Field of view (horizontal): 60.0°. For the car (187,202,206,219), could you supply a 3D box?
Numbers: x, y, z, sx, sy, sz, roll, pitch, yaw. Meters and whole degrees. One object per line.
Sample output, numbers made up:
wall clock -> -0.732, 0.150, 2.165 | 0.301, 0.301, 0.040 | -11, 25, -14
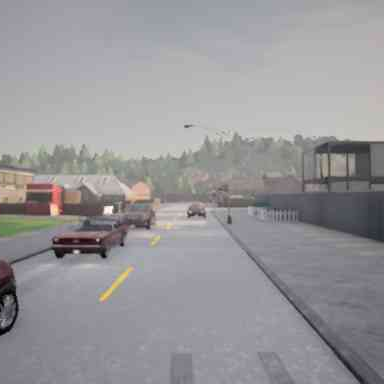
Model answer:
car -> 0.491, 2.057, 35.016 | 1.895, 1.301, 4.718 | 0, -1, 1

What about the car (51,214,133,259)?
car -> -3.945, 1.776, 13.623 | 1.895, 1.301, 4.718 | 0, -1, 1

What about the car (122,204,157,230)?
car -> -3.805, 1.659, 23.782 | 2.097, 1.767, 4.553 | 0, -1, 1

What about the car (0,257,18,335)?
car -> -4.066, 1.399, 3.837 | 2.097, 1.767, 4.553 | 0, -1, 1

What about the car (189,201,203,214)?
car -> 0.601, 2.071, 45.608 | 1.882, 1.535, 5.008 | 0, -1, 1
